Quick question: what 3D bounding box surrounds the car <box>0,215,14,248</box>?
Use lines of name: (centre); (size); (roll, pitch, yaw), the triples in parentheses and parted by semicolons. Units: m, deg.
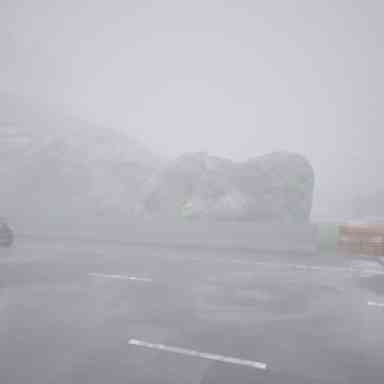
car: (-10.095, 1.561, 14.451); (4.553, 1.767, 2.097); (0, -1, 22)
